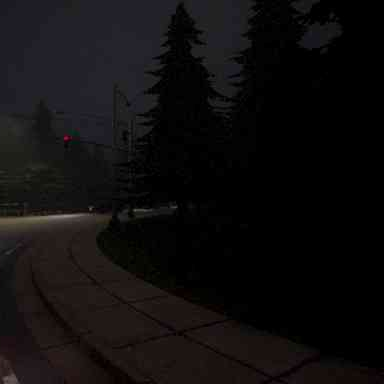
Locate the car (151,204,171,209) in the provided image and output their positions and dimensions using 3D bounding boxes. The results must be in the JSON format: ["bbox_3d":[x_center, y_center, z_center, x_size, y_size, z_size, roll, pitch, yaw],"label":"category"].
[{"bbox_3d":[-4.745,1.352,45.203,2.097,1.767,4.553,0,0,28],"label":"car"}]

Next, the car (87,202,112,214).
[{"bbox_3d":[-9.297,1.492,36.270,2.128,1.511,4.902,0,0,26],"label":"car"}]
